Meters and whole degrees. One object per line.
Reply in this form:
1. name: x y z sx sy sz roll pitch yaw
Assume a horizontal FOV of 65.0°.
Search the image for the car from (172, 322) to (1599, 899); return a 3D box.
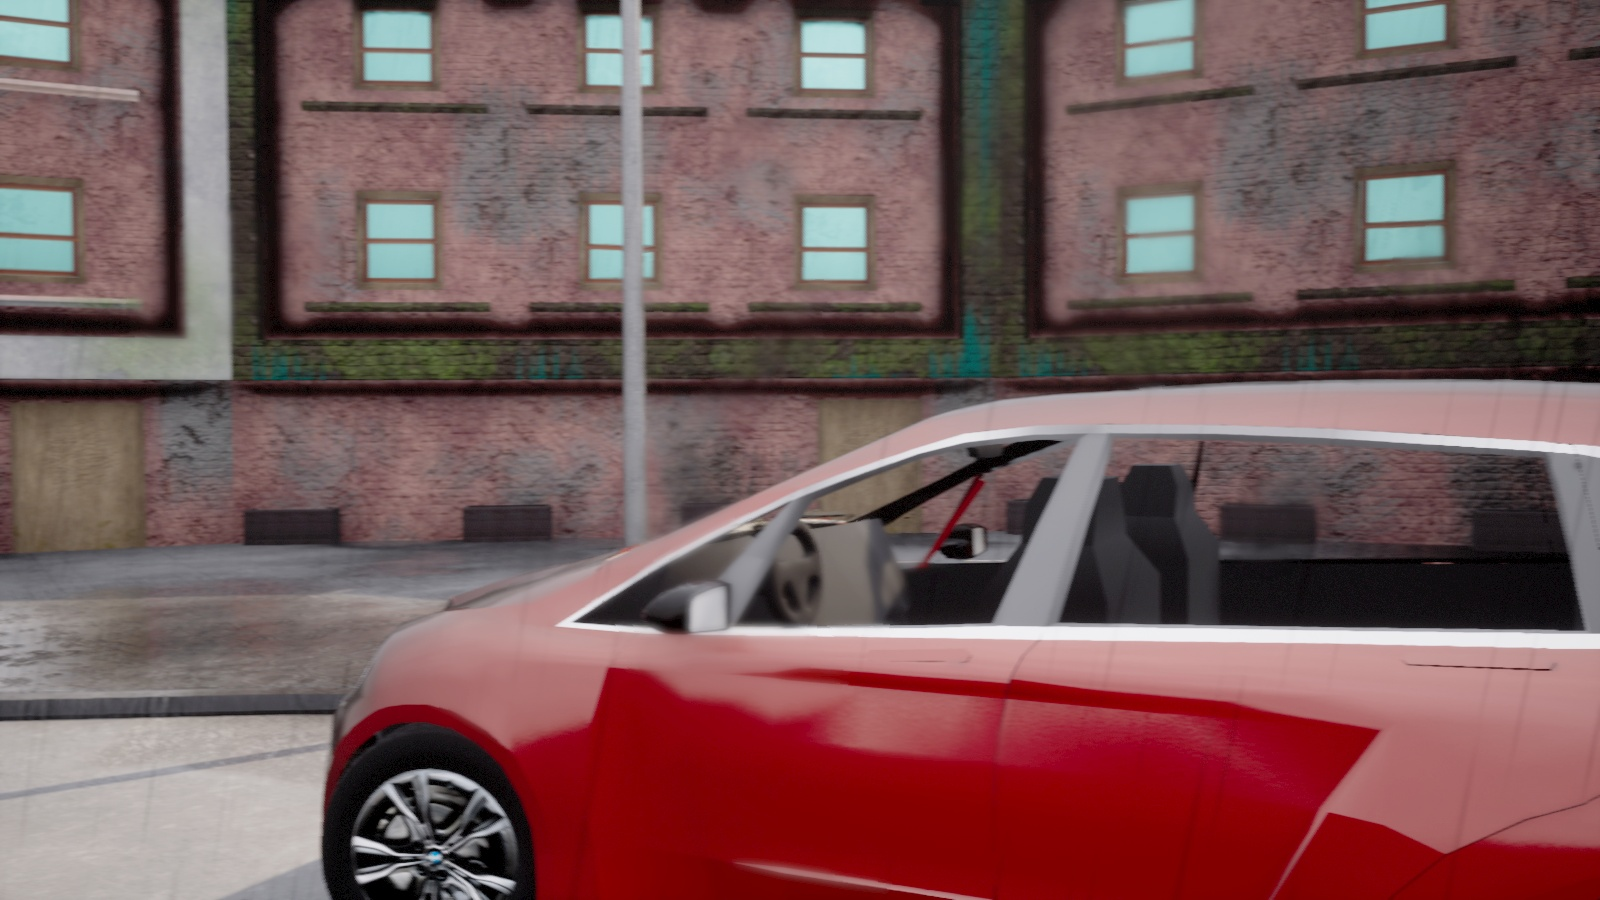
1. car: 0.651 0.579 3.808 4.611 1.667 2.242 1 1 27
